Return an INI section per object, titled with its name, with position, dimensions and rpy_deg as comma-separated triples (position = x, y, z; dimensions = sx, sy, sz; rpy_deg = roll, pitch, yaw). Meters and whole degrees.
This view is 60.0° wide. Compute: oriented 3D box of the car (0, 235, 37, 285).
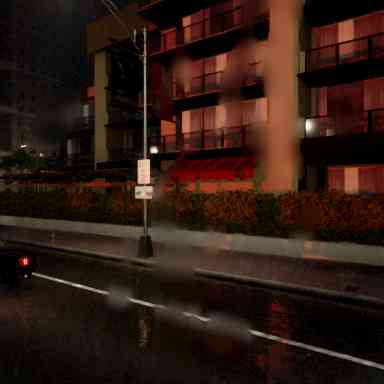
[car]
position = -5.957, 1.601, 8.261
dimensions = 4.718, 1.301, 1.895
rpy_deg = 0, 0, 36
